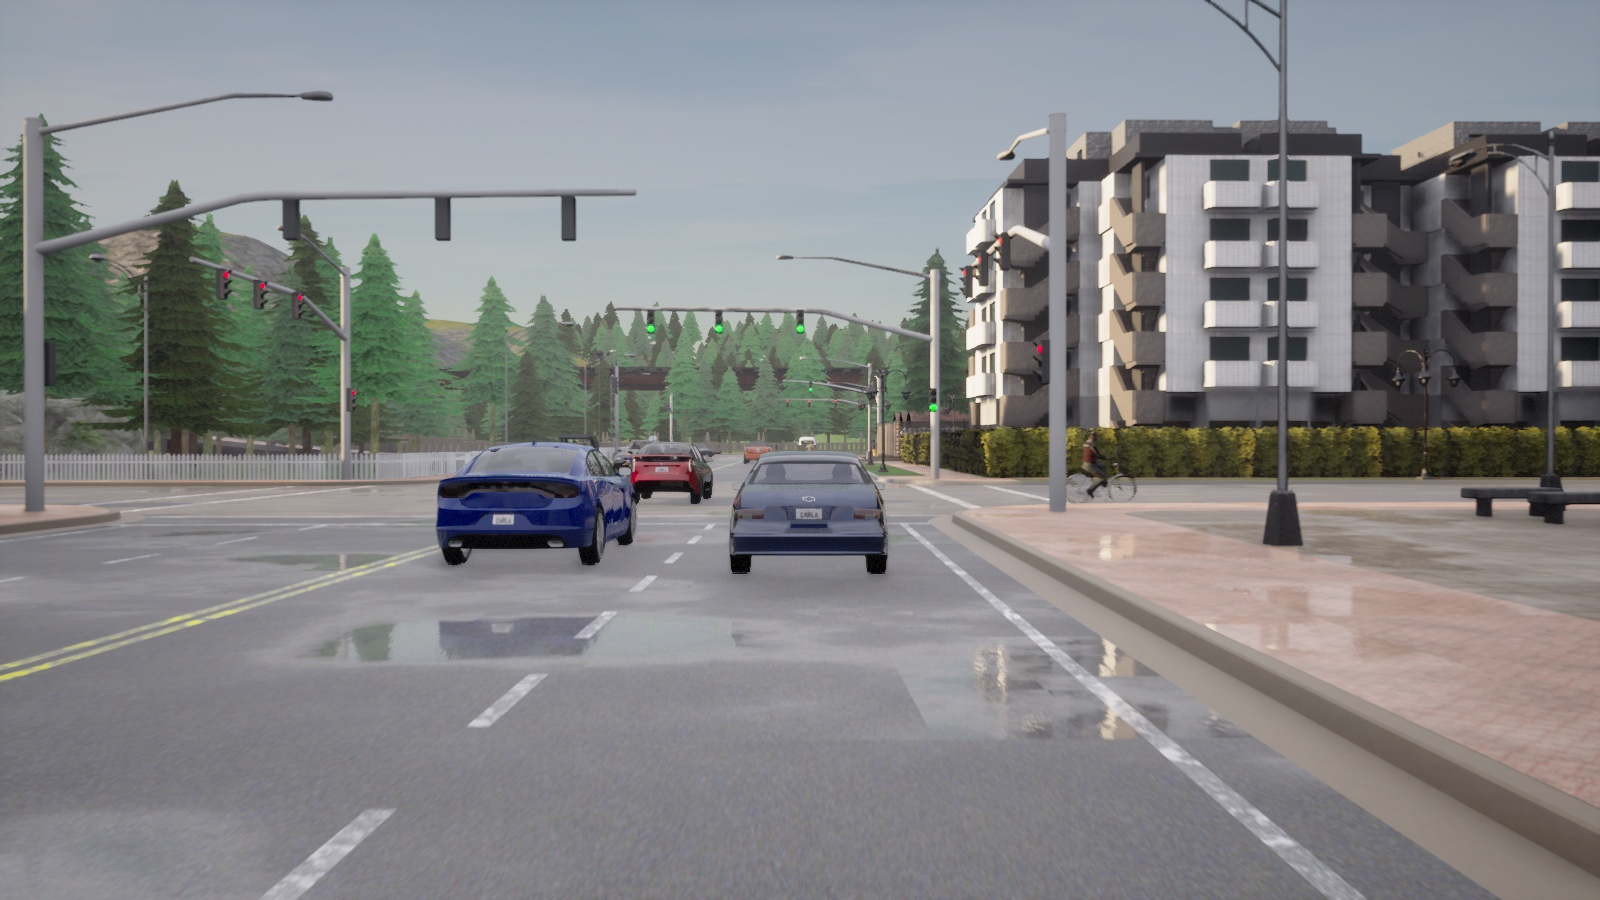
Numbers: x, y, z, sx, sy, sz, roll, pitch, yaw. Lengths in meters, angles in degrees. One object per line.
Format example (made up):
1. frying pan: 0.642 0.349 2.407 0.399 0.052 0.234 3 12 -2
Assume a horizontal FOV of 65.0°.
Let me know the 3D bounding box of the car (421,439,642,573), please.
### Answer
1. car: -3.389 0.626 16.894 1.882 1.535 5.008 0 0 0

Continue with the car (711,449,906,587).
1. car: 0.105 0.705 15.740 2.033 1.411 5.357 0 0 0

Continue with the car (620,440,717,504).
1. car: -3.302 0.509 32.301 2.007 1.525 4.514 0 0 0

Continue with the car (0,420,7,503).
1. car: -22.500 0.278 30.116 5.566 2.045 2.150 0 0 -1

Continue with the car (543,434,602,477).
1. car: -10.165 0.217 56.331 1.905 1.878 3.866 0 0 0

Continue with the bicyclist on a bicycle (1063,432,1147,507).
1. bicyclist on a bicycle: 7.320 0.453 30.177 1.843 1.776 0.659 0 1 -11

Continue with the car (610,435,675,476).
1. car: -6.680 0.217 53.800 2.152 1.651 5.027 0 0 0

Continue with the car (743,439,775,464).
1. car: -2.965 0.086 91.645 2.097 1.767 4.553 0 0 0
